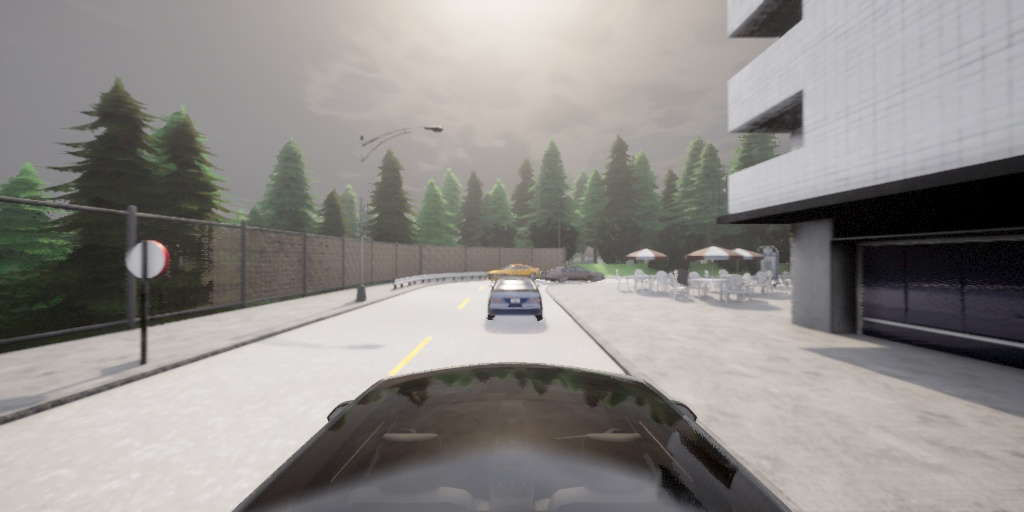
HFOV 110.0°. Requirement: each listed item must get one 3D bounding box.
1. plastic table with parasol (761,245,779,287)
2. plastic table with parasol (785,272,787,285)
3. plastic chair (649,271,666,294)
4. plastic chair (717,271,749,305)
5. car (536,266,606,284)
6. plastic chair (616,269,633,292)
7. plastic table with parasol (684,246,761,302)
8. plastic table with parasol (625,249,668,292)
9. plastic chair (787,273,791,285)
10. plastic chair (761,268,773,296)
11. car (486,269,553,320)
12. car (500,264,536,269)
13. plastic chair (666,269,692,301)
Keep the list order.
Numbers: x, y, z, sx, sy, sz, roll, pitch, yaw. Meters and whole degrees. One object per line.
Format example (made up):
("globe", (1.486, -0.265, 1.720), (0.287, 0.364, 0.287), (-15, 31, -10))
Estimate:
("plastic table with parasol", (12.639, 0.818, 20.084), (2.482, 2.480, 2.482), (0, 0, 0))
("plastic table with parasol", (15.281, 0.794, 17.026), (2.482, 2.480, 2.482), (0, 0, 0))
("plastic chair", (7.999, 1.416, 19.391), (0.750, 1.272, 0.730), (0, 0, 10))
("plastic chair", (9.252, 1.383, 15.062), (0.750, 1.272, 0.730), (0, 0, 10))
("car", (5.056, 1.518, 29.904), (5.357, 1.411, 2.033), (0, -1, -18))
("plastic chair", (6.508, 1.406, 21.010), (0.730, 1.272, 0.750), (0, 0, 10))
("plastic table with parasol", (9.240, 0.790, 16.492), (2.482, 2.480, 2.482), (0, 0, 0))
("plastic table with parasol", (7.778, 0.823, 20.801), (2.482, 2.480, 2.482), (0, 0, 0))
("plastic chair", (13.980, 1.400, 17.245), (0.730, 1.272, 0.750), (0, 0, 10))
("plastic chair", (12.829, 1.411, 18.674), (0.750, 1.272, 0.730), (0, 0, 10))
("car", (0.098, 1.386, 13.099), (2.033, 1.411, 5.357), (0, 0, 0))
("car", (0.088, 1.459, 31.165), (5.008, 1.535, 1.882), (0, -1, -34))
("plastic chair", (7.761, 1.395, 16.681), (0.730, 1.272, 0.750), (0, 0, 10))
